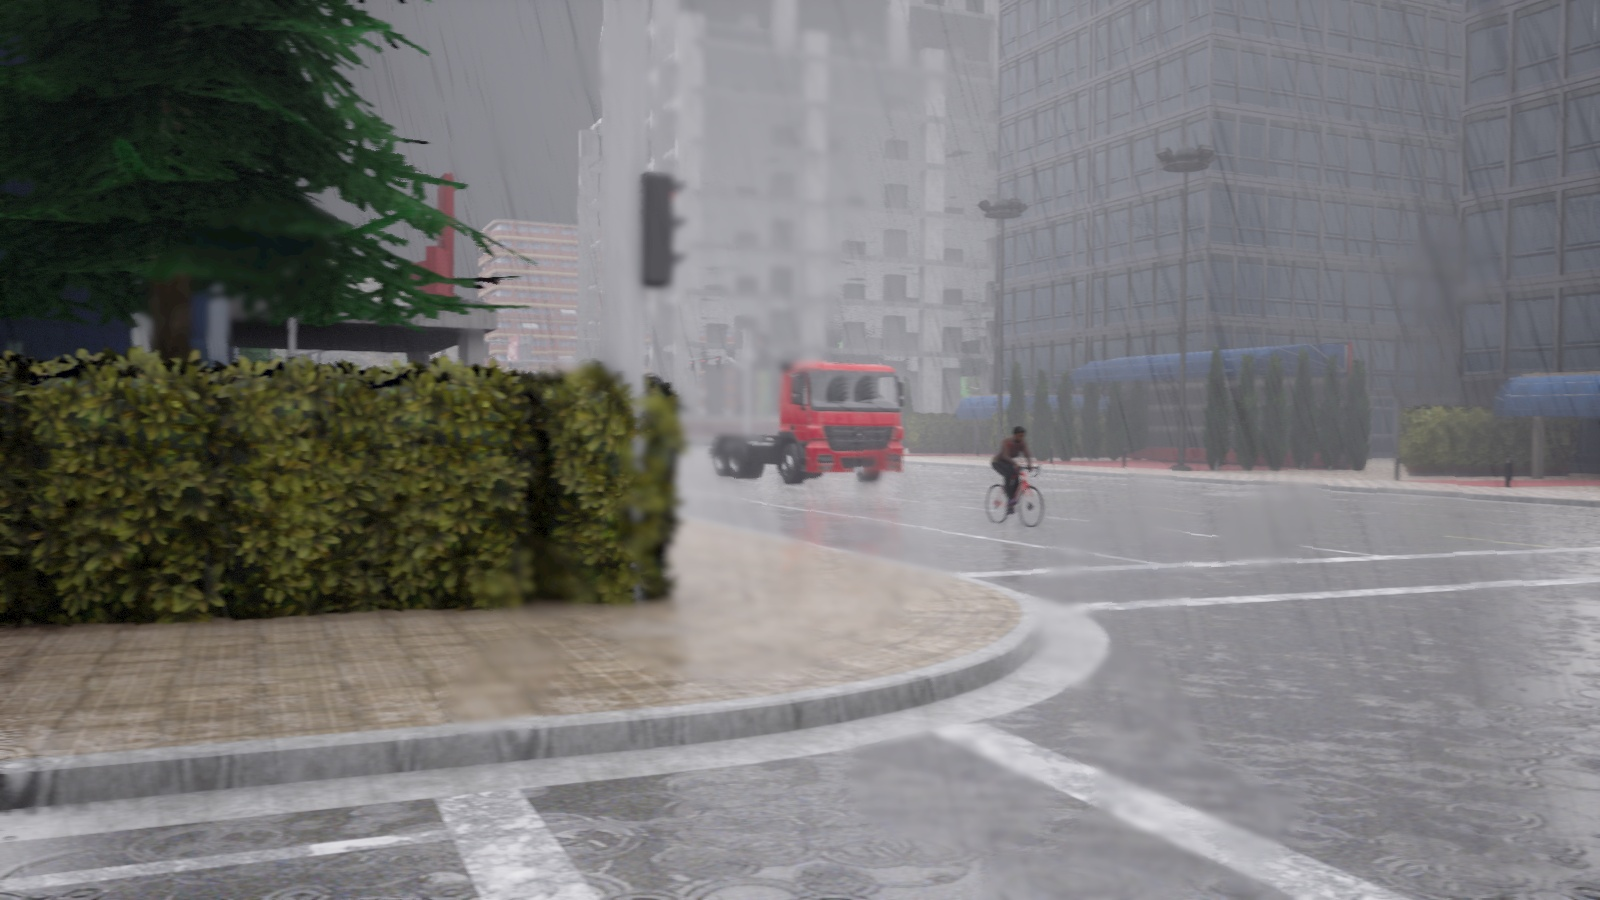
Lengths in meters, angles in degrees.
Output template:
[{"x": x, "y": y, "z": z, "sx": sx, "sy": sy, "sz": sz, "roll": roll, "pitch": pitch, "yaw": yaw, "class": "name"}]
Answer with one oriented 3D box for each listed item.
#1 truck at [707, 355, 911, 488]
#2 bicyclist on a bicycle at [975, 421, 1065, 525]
[{"x": 0.032, "y": -0.811, "z": 37.028, "sx": 2.891, "sy": 3.462, "sz": 7.936, "roll": -1, "pitch": 1, "yaw": -25, "class": "truck"}, {"x": 3.563, "y": 0.364, "z": 20.482, "sx": 0.582, "sy": 1.620, "sz": 1.656, "roll": -1, "pitch": -1, "yaw": -24, "class": "bicyclist on a bicycle"}]
